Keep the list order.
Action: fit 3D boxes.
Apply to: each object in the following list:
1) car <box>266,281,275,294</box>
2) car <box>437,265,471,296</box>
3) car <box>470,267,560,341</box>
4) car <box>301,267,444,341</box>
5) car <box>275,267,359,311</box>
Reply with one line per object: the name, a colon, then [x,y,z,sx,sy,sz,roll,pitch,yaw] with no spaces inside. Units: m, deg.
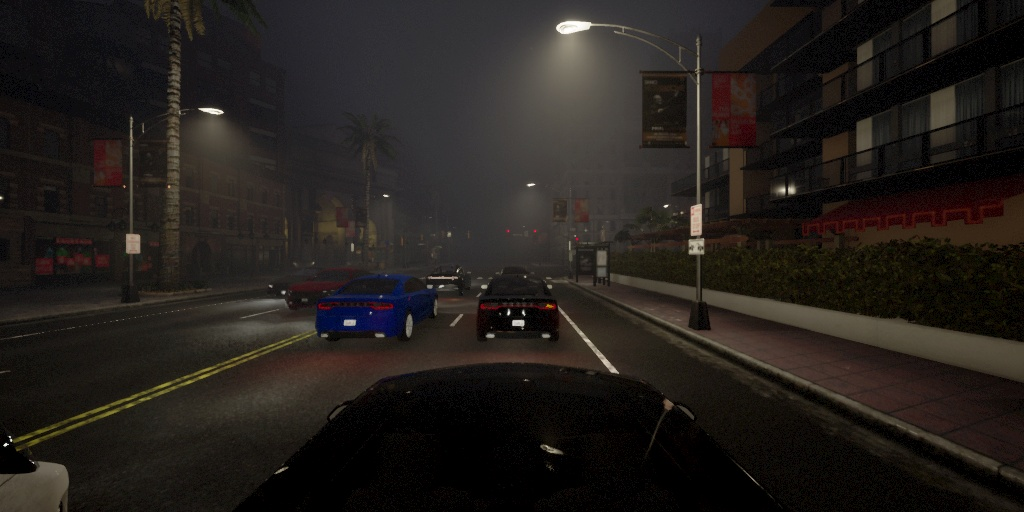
car: [-10.484,1.297,19.176,2.033,1.411,5.357,0,0,1]
car: [-3.331,1.242,19.394,2.128,1.511,4.902,0,0,0]
car: [0.137,1.228,9.854,1.882,1.535,5.008,0,0,0]
car: [-3.359,1.228,9.889,1.882,1.535,5.008,0,0,0]
car: [-7.028,1.227,14.700,1.882,1.535,5.008,0,0,1]
